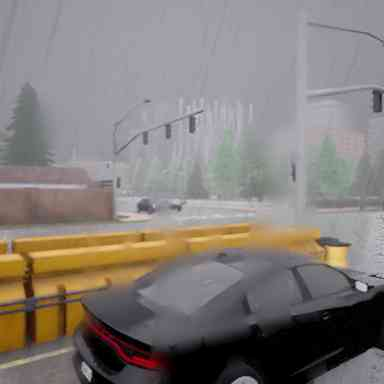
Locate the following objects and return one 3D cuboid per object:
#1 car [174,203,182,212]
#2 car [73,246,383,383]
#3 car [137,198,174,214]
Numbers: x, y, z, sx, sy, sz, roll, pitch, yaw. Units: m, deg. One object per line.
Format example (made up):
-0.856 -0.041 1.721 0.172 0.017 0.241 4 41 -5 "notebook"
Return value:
-3.070 1.741 41.065 1.895 1.301 4.718 0 0 -33 "car"
1.037 1.500 4.527 5.008 1.535 1.882 0 0 -36 "car"
-4.304 1.469 36.574 2.097 1.767 4.553 0 0 -33 "car"
